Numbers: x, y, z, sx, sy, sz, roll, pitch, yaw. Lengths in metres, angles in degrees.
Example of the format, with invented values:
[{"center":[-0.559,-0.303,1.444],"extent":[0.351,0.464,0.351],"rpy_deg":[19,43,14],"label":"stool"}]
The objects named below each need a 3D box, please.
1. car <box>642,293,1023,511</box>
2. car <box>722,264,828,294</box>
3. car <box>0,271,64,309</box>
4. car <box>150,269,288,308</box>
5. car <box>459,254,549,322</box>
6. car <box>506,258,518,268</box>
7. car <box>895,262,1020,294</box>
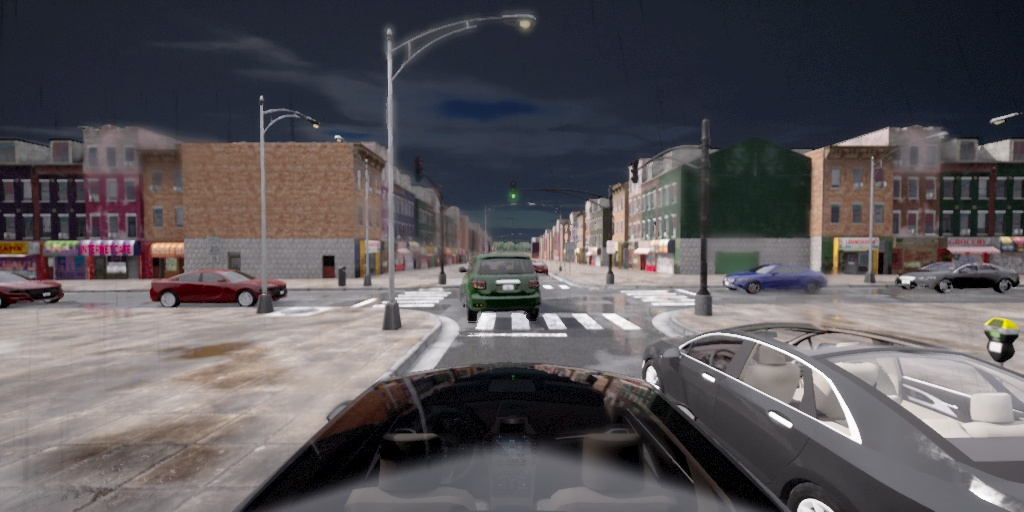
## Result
[{"center":[2.637,1.296,3.310],"extent":[2.007,1.370,4.403],"rpy_deg":[0,0,0],"label":"car"},{"center":[13.278,1.124,18.220],"extent":[4.674,1.442,1.812],"rpy_deg":[0,1,1],"label":"car"},{"center":[-22.314,1.386,15.272],"extent":[5.008,1.535,1.882],"rpy_deg":[-1,1,0],"label":"car"},{"center":[-12.325,1.308,15.273],"extent":[5.008,1.535,1.882],"rpy_deg":[0,1,-1],"label":"car"},{"center":[-0.579,0.951,12.394],"extent":[2.150,2.045,5.566],"rpy_deg":[0,0,-10],"label":"car"},{"center":[0.017,1.129,60.495],"extent":[1.837,1.490,4.892],"rpy_deg":[0,0,0],"label":"car"},{"center":[22.439,1.051,18.192],"extent":[4.902,1.511,2.128],"rpy_deg":[0,1,0],"label":"car"}]
